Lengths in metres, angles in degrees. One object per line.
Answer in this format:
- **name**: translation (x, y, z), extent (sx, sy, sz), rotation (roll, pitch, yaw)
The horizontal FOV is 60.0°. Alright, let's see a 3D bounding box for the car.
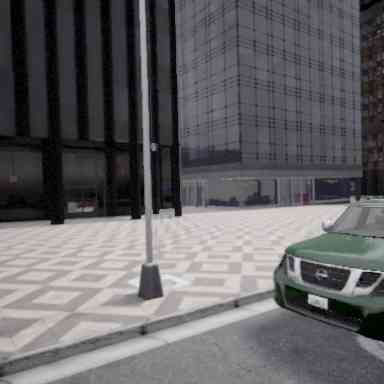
- **car**: translation (3.986, 1.110, 6.187), extent (5.566, 2.045, 2.150), rotation (-1, 1, -35)
